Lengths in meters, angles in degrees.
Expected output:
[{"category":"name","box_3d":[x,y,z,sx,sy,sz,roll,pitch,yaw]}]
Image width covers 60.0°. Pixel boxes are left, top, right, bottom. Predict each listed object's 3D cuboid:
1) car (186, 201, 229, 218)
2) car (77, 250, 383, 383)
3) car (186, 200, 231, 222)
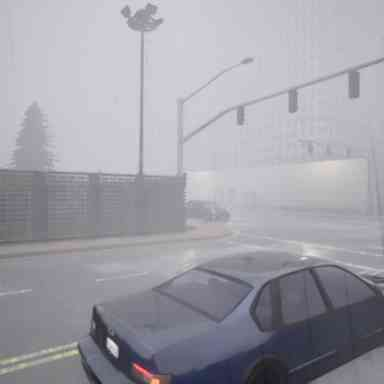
[{"category":"car","box_3d":[1.496,1.702,33.395,1.812,1.442,4.674,1,0,-35]},{"category":"car","box_3d":[1.278,1.589,4.694,5.357,1.411,2.033,1,0,-35]},{"category":"car","box_3d":[1.177,1.489,27.803,2.097,1.767,4.553,1,0,-35]}]
